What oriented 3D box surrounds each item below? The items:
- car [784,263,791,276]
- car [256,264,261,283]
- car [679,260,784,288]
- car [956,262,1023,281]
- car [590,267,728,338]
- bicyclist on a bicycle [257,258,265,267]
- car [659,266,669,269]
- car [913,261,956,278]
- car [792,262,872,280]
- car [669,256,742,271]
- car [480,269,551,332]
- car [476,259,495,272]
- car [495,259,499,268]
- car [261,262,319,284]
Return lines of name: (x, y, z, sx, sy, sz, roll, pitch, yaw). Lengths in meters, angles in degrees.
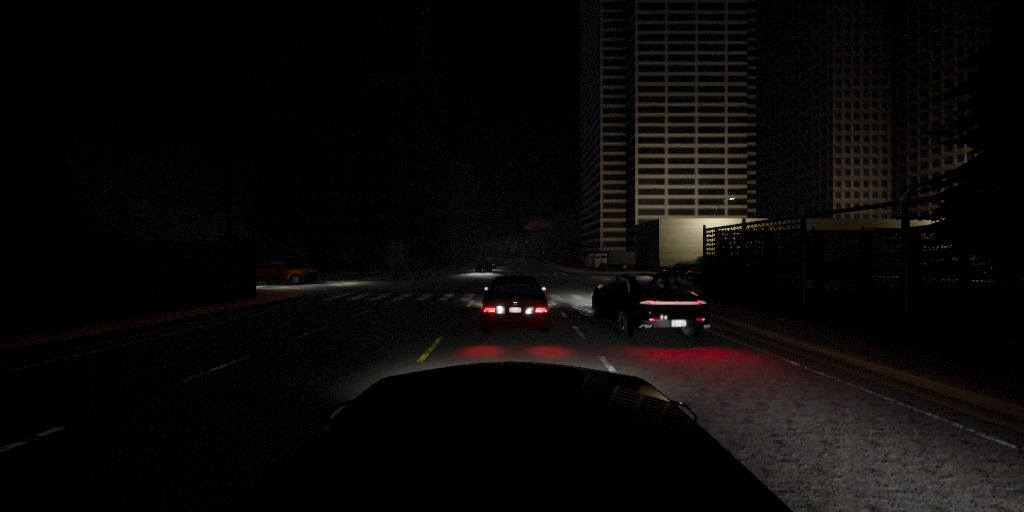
car: (25.382, 1.172, 32.718, 5.008, 1.535, 1.882, 0, 0, 0)
car: (-18.706, 1.047, 22.199, 4.553, 1.767, 2.097, 0, 0, 3)
car: (13.412, 1.184, 22.181, 4.902, 1.511, 2.128, 0, 0, 0)
car: (39.965, 1.198, 29.219, 4.892, 1.490, 1.837, 0, 0, 0)
car: (3.610, 1.241, 10.175, 2.128, 1.511, 4.902, 0, 0, 0)
bicyclist on a bicycle: (-26.482, 0.995, 37.788, 0.582, 1.620, 1.656, 0, 0, 10)
car: (15.892, 1.199, 32.713, 4.892, 1.490, 1.837, 0, 0, 0)
car: (39.305, 1.199, 32.720, 4.892, 1.490, 1.837, 0, 0, 0)
car: (26.261, 1.172, 29.219, 5.008, 1.535, 1.882, 0, 0, 0)
car: (16.274, 0.917, 29.212, 5.566, 2.045, 2.150, 0, 0, 0)
car: (0.090, 1.297, 10.824, 2.033, 1.411, 5.357, 0, 0, 0)
car: (-3.517, 1.351, 45.523, 1.895, 1.301, 4.718, 0, 0, 0)
car: (-3.523, 1.228, 56.008, 1.882, 1.535, 5.008, 0, 0, 0)
car: (-16.461, 1.172, 25.545, 5.008, 1.535, 1.882, 0, 0, 1)
